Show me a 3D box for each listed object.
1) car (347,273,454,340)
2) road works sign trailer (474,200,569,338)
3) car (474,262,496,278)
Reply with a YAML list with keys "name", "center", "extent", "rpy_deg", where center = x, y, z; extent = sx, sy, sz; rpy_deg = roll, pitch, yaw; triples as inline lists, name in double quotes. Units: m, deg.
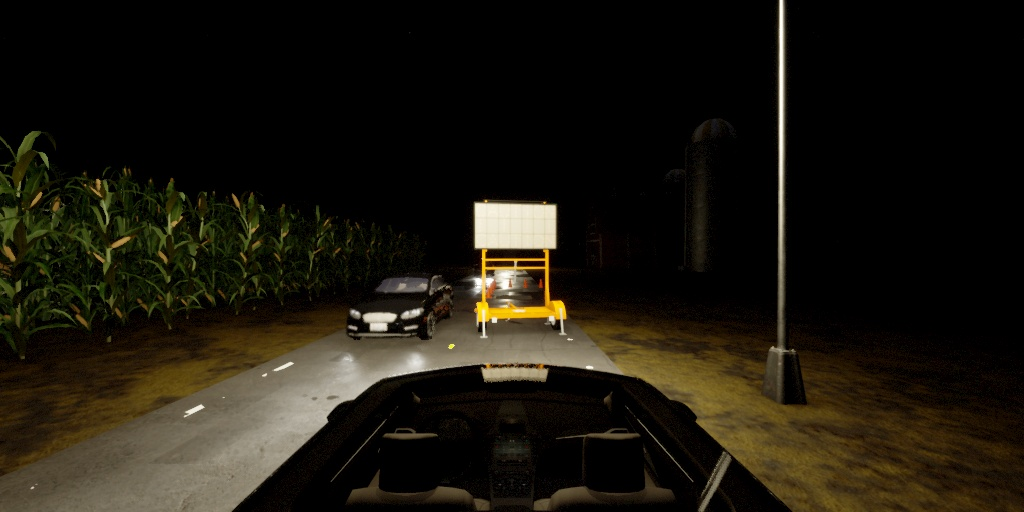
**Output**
- name: "car"
  center: [-2.826, 1.245, 10.046]
  extent: [2.128, 1.511, 4.902]
  rpy_deg: [0, 0, 0]
- name: "road works sign trailer"
  center: [0.079, 0.219, 10.310]
  extent: [2.380, 3.560, 2.880]
  rpy_deg: [0, 0, -9]
- name: "car"
  center: [-2.673, 1.339, 35.680]
  extent: [2.128, 1.511, 4.902]
  rpy_deg: [0, 0, 0]
